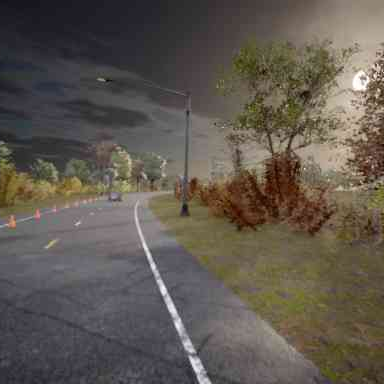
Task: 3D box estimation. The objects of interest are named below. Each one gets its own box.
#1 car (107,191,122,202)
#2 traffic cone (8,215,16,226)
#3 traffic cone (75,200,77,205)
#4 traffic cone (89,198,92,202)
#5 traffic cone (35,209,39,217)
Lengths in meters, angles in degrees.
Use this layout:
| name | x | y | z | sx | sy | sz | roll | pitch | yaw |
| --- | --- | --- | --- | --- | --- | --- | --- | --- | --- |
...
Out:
| name | x | y | z | sx | sy | sz | roll | pitch | yaw |
| --- | --- | --- | --- | --- | --- | --- | --- | --- | --- |
| car | -11.832 | 0.674 | 51.156 | 2.128 | 1.511 | 4.902 | 2 | 1 | -7 |
| traffic cone | -9.539 | 1.491 | 17.606 | 0.340 | 0.580 | 0.340 | 2 | 0 | -11 |
| traffic cone | -13.010 | 1.214 | 37.427 | 0.340 | 0.580 | 0.340 | 2 | 0 | -9 |
| traffic cone | -14.448 | 1.079 | 47.386 | 0.340 | 0.580 | 0.340 | 2 | 0 | -8 |
| traffic cone | -10.481 | 1.421 | 22.548 | 0.340 | 0.580 | 0.340 | 2 | 0 | -11 |
